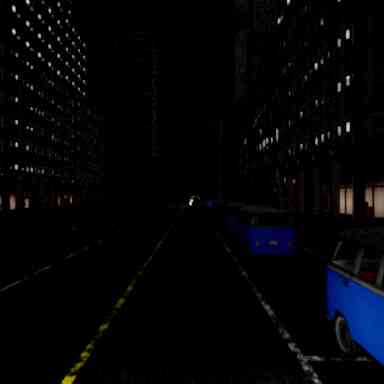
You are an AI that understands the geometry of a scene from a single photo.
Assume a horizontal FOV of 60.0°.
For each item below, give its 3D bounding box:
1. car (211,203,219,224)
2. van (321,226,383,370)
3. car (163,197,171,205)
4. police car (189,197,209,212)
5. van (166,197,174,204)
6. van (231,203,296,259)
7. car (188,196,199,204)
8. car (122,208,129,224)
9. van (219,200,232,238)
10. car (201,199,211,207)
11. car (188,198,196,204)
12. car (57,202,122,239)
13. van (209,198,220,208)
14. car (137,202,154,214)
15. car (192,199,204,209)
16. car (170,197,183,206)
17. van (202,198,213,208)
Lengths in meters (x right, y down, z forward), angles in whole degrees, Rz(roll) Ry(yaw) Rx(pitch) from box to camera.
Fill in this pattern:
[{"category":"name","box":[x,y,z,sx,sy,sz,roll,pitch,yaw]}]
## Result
[{"category":"car","box":[2.692,1.775,24.185,1.887,1.381,4.507,0,-1,0]},{"category":"van","box":[2.818,1.375,3.528,1.690,1.788,3.998,0,-1,0]},{"category":"car","box":[-5.681,2.250,75.026,1.752,1.417,4.829,0,-1,0]},{"category":"police car","box":[0.906,1.866,46.035,1.930,1.638,5.238,0,-1,0]},{"category":"van","box":[-5.680,2.179,86.534,1.690,1.788,3.998,0,-1,0]},{"category":"van","box":[2.695,1.464,12.853,1.690,1.788,3.998,0,-1,0]},{"category":"car","box":[0.669,1.821,62.035,2.150,2.045,5.566,0,-1,4]},{"category":"car","box":[-5.688,1.781,24.187,2.008,1.369,4.403,0,-1,0]},{"category":"van","box":[2.691,1.518,18.519,1.690,1.788,3.998,0,-1,0]},{"category":"car","box":[2.698,2.142,64.028,1.752,1.417,4.829,0,-1,0]},{"category":"car","box":[0.012,2.221,82.280,1.994,1.385,4.181,0,-1,0]},{"category":"car","box":[-5.689,1.492,18.521,2.192,1.841,5.009,0,-1,0]},{"category":"van","box":[2.693,1.626,29.854,1.690,1.788,3.998,0,-1,0]},{"category":"car","box":[-5.686,1.918,41.020,1.752,1.417,4.829,0,-1,0]},{"category":"car","box":[0.908,2.015,55.925,1.882,1.535,5.008,0,-1,0]},{"category":"car","box":[-2.990,2.162,70.965,1.882,1.535,5.008,0,-1,0]},{"category":"van","box":[2.696,1.901,58.192,1.690,1.788,3.998,0,-1,0]}]
